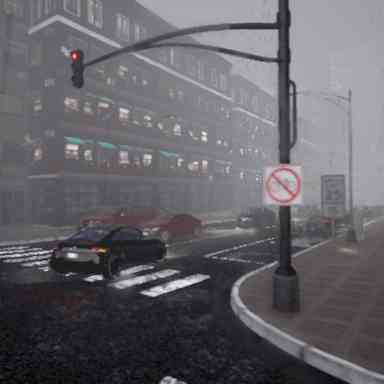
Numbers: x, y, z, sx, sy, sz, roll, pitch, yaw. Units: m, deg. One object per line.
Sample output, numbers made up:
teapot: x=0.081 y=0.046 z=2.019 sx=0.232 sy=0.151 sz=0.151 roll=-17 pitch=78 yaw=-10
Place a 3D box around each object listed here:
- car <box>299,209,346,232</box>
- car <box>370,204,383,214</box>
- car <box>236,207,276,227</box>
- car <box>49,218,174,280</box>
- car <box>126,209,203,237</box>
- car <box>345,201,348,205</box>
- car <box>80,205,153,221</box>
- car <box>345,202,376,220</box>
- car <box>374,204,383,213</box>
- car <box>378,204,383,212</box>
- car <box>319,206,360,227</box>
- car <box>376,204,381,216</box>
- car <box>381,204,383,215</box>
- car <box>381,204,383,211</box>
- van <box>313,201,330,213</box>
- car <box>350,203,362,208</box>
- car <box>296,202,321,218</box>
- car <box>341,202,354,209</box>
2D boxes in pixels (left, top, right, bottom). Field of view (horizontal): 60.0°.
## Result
car: x=9.317 y=2.070 z=23.595 sx=1.802 sy=1.307 sz=4.206 roll=-2 pitch=-2 yaw=35
car: x=28.962 y=2.643 z=51.680 sx=1.752 sy=1.417 sz=4.829 roll=-2 pitch=-2 yaw=35
car: x=5.477 y=2.052 z=28.125 sx=2.128 sy=1.511 sz=4.902 roll=-1 pitch=-1 yaw=35
car: x=-2.440 y=1.729 z=10.678 sx=1.994 sy=1.385 sz=4.181 roll=0 pitch=-2 yaw=21
car: x=-1.166 y=1.874 z=18.644 sx=1.812 sy=1.442 sz=4.674 roll=-1 pitch=-1 yaw=36
car: x=31.762 y=2.810 z=70.254 sx=2.192 sy=1.841 sz=5.009 roll=-2 pitch=-2 yaw=35
car: x=-4.076 y=1.659 z=19.023 sx=2.192 sy=1.841 sz=5.009 roll=-2 pitch=-2 yaw=35
car: x=19.089 y=2.241 z=37.571 sx=1.967 sy=1.590 sz=4.097 roll=-2 pitch=-2 yaw=35
car: x=32.122 y=2.765 z=56.198 sx=1.887 sy=1.381 sz=4.507 roll=-2 pitch=-2 yaw=35
car: x=35.478 y=2.855 z=60.996 sx=1.752 sy=1.417 sz=4.829 roll=-2 pitch=-2 yaw=35
car: x=12.575 y=2.143 z=28.254 sx=2.008 sy=1.369 sz=4.403 roll=-2 pitch=-2 yaw=35
car: x=22.446 y=2.434 z=42.366 sx=1.752 sy=1.417 sz=4.829 roll=-2 pitch=-2 yaw=35
car: x=25.607 y=2.576 z=46.883 sx=1.947 sy=1.339 sz=4.313 roll=-2 pitch=-2 yaw=35
car: x=38.639 y=2.977 z=65.513 sx=1.887 sy=1.381 sz=4.507 roll=-2 pitch=-2 yaw=35
van: x=21.988 y=2.519 z=56.281 sx=1.690 sy=1.788 sz=3.998 roll=-2 pitch=-2 yaw=35
car: x=41.538 y=3.380 z=84.217 sx=1.947 sy=1.339 sz=4.313 roll=-2 pitch=-2 yaw=35
car: x=14.138 y=2.342 z=40.450 sx=1.837 sy=1.490 sz=4.892 roll=-1 pitch=-2 yaw=35
car: x=35.021 y=3.041 z=74.907 sx=1.967 sy=1.590 sz=4.097 roll=-2 pitch=-2 yaw=35
